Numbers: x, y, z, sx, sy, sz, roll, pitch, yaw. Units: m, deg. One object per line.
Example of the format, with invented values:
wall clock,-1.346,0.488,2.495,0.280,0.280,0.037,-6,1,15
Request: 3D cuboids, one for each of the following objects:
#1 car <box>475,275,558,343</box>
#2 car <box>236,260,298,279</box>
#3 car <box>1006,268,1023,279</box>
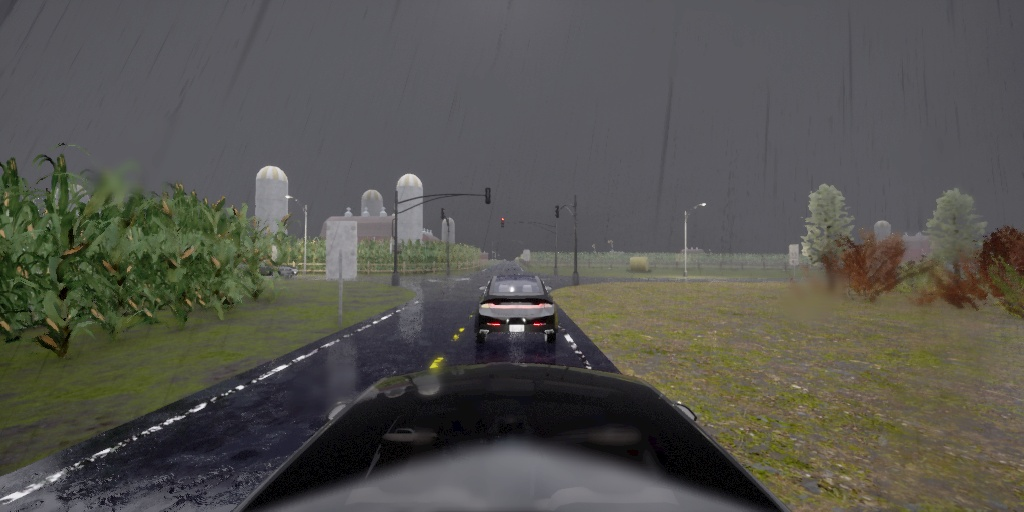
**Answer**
car,0.099,1.245,9.660,2.128,1.511,4.902,0,0,0
car,-19.947,1.059,28.811,4.902,1.511,2.128,0,-1,-4
car,48.659,1.720,33.524,4.674,1.442,1.812,1,-1,-5
